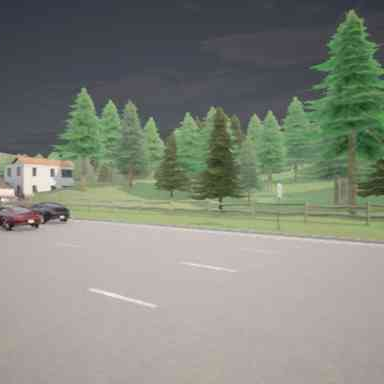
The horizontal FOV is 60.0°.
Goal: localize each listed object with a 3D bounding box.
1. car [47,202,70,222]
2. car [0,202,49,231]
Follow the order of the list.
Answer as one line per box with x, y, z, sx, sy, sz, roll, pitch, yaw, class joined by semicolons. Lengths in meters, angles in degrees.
-11.119;1.510;24.822;4.892;1.490;1.837;0;0;36;car
-11.176;1.530;20.547;4.674;1.442;1.812;0;0;35;car
